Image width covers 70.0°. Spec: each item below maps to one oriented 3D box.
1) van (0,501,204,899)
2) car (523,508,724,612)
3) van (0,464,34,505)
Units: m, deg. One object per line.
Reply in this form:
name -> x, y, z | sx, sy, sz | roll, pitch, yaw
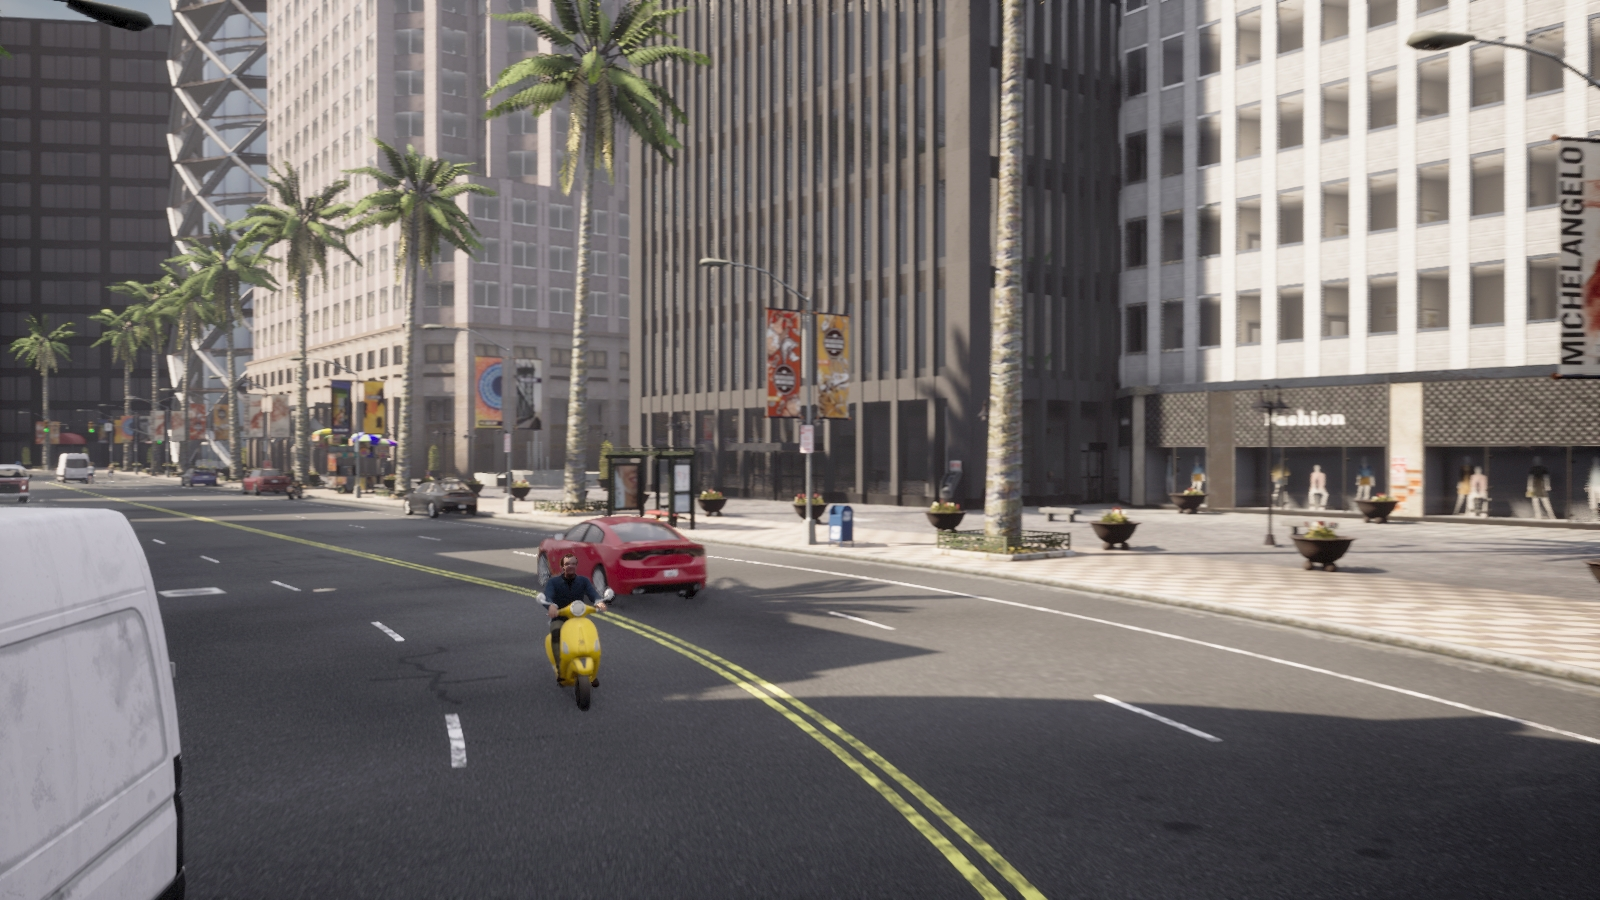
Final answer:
van -> -3.584, 1.537, 2.710 | 1.988, 2.561, 5.915 | 0, 0, -8
car -> -3.597, 2.037, 22.390 | 2.097, 1.535, 5.006 | 0, 0, -32
van -> -42.328, 1.814, 60.925 | 2.069, 2.038, 4.480 | 0, 0, -39
